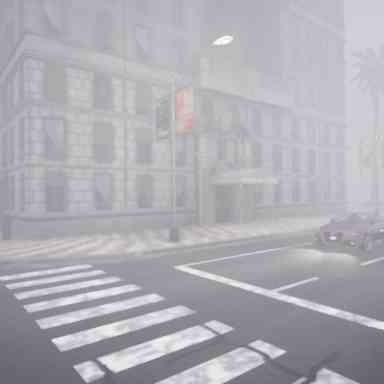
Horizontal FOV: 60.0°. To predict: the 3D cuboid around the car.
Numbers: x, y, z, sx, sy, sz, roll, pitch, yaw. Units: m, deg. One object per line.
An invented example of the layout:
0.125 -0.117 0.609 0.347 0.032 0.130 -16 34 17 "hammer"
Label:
6.955 1.563 13.999 4.181 1.385 1.994 0 0 -39 "car"
